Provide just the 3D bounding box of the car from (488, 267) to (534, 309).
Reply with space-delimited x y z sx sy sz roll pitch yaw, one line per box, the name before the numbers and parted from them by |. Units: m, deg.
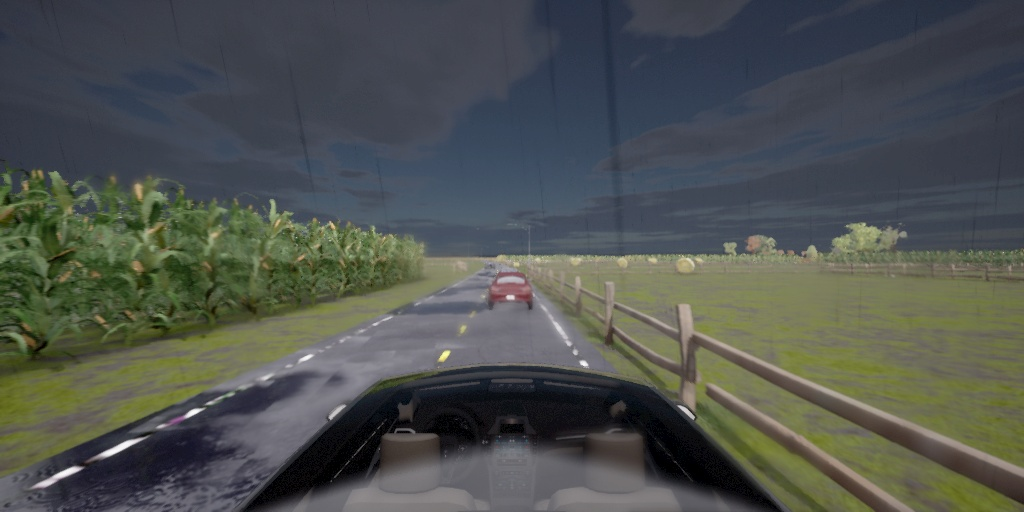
car | -0.042 1.412 15.776 1.812 1.442 4.674 0 0 0
